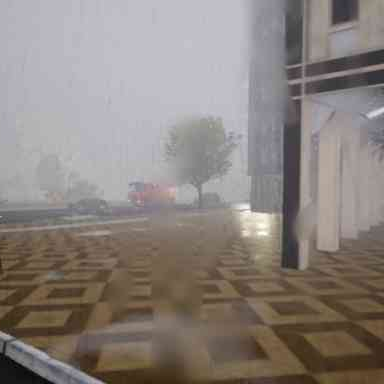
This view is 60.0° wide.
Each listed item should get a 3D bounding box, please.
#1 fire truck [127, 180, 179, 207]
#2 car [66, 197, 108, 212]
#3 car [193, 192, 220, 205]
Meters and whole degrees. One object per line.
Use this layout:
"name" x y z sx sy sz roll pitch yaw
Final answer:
"fire truck" -5.763 0.163 50.762 2.891 3.827 8.468 1 1 38
"car" -11.889 1.400 37.893 1.837 1.490 4.892 1 1 38
"car" 2.581 1.087 56.126 2.150 2.045 5.566 1 1 38
